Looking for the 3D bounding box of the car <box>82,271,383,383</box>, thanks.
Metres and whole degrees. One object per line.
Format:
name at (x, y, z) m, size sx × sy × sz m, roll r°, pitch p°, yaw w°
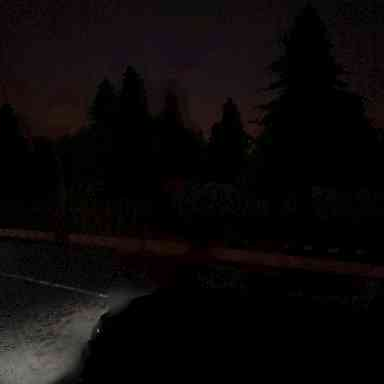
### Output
car at (0.991, 1.517, 3.082) m, size 4.674 × 1.442 × 1.812 m, roll 0°, pitch 0°, yaw 35°
